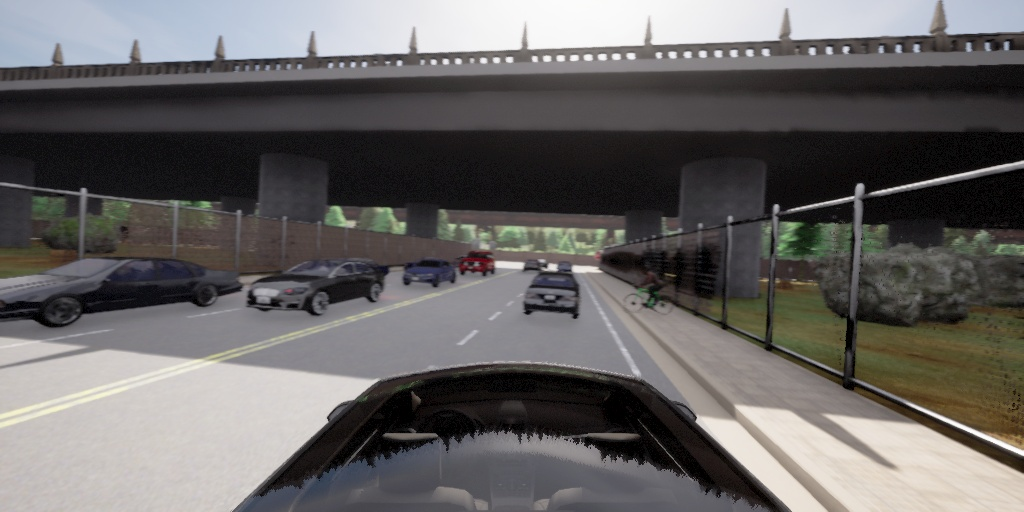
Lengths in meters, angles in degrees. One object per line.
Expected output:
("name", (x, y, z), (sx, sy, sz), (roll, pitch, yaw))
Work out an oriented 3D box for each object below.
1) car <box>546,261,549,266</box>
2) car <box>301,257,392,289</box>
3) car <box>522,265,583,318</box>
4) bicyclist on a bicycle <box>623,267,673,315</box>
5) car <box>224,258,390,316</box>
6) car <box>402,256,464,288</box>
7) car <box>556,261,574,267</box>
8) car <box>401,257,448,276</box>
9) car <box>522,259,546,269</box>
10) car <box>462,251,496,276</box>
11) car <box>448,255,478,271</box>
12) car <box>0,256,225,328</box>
("car", (4.295, 1.105, 52.480), (1.994, 1.385, 4.181), (3, 1, 9))
("car", (-8.311, 0.767, 18.601), (1.895, 1.301, 4.718), (3, 1, 9))
("car", (1.574, 1.286, 13.191), (2.033, 1.411, 5.357), (3, 1, 10))
("bicyclist on a bicycle", (4.728, 1.213, 12.395), (1.656, 1.620, 0.582), (3, 1, 9))
("car", (-5.888, 0.848, 11.476), (2.128, 1.511, 4.902), (3, 1, 9))
("car", (-4.488, 0.880, 20.322), (1.812, 1.442, 4.674), (3, 1, 9))
("car", (5.785, 1.282, 39.442), (2.033, 1.411, 5.357), (3, 1, 9))
("car", (-6.761, 0.764, 28.405), (1.895, 1.301, 4.718), (3, 1, 9))
("car", (2.284, 1.093, 39.655), (2.033, 1.411, 5.357), (3, 1, 9))
("car", (-2.824, 0.572, 30.805), (2.150, 2.045, 5.566), (3, 1, 8))
("car", (-5.137, 0.688, 38.413), (1.812, 1.442, 4.674), (3, 1, 10))
("car", (-9.799, 0.716, 9.126), (2.033, 1.411, 5.357), (3, 1, 9))
